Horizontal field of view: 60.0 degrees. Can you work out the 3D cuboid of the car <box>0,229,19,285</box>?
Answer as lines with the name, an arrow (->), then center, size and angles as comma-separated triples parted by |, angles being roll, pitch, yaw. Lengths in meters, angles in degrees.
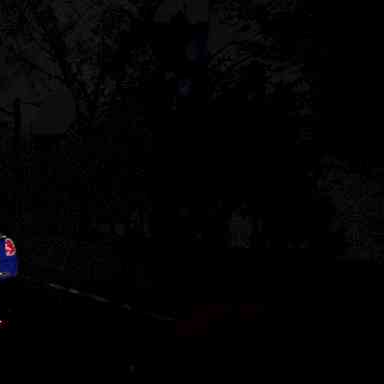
car -> -6.283, 1.316, 8.168 | 4.553, 1.767, 2.097 | 0, 0, 35

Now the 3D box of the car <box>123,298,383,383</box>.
car -> 1.705, 1.601, 2.470 | 4.718, 1.301, 1.895 | 0, 0, 36
